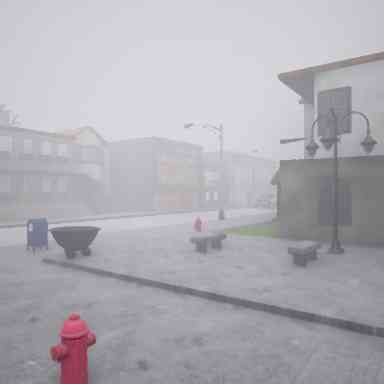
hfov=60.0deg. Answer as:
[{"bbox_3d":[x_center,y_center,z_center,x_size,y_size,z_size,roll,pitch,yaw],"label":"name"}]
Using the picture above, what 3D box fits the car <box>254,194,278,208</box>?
[{"bbox_3d":[11.238,1.250,49.653,2.150,2.045,5.566,0,0,35],"label":"car"}]
